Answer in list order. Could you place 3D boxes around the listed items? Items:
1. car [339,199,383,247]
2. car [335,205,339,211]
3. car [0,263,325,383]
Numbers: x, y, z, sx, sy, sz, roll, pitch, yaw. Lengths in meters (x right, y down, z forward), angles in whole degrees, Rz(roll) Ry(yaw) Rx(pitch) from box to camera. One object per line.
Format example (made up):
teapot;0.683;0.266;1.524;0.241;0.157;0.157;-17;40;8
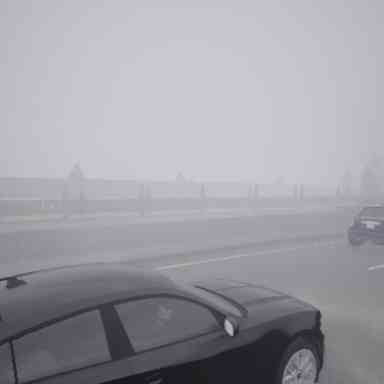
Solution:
car;8.312;1.245;13.084;4.553;1.767;2.097;-1;0;-29
car;16.582;1.342;32.461;5.357;1.411;2.033;0;0;-20
car;-0.753;1.470;3.193;5.008;1.535;1.882;-1;0;-35
